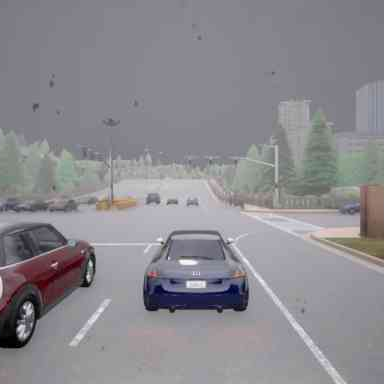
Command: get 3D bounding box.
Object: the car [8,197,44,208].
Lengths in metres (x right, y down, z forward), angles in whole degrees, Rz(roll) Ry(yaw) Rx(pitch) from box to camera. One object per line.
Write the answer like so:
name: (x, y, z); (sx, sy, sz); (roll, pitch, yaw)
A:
car: (-17.591, 1.547, 36.814); (2.033, 1.411, 5.357); (0, 0, 0)

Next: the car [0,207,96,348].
car: (-3.431, 1.352, 6.443); (2.097, 1.767, 4.553); (0, 0, 0)

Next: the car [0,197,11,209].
car: (-21.090, 1.352, 37.107); (2.097, 1.767, 4.553); (0, 0, 0)

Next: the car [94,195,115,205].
car: (-14.080, 1.491, 55.233); (2.128, 1.511, 4.902); (0, 0, 0)

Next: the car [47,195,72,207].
car: (-21.078, 1.352, 52.991); (2.097, 1.767, 4.553); (0, 0, 0)

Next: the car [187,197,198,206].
car: (0.109, 1.547, 55.831); (2.033, 1.411, 5.357); (0, 0, 0)

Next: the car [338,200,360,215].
car: (17.097, 1.526, 33.157); (4.674, 1.442, 1.812); (0, 0, 0)

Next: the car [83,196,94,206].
car: (-17.577, 1.491, 55.471); (2.128, 1.511, 4.902); (0, 0, 0)

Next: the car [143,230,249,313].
car: (0.078, 1.564, 7.739); (1.994, 1.385, 4.181); (0, 0, 0)

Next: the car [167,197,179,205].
car: (-3.400, 1.601, 59.684); (1.895, 1.301, 4.718); (0, 0, 0)

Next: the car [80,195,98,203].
car: (-21.038, 1.457, 68.306); (2.033, 1.411, 5.357); (0, 1, 0)

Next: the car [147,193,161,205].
car: (-6.903, 1.221, 60.343); (2.150, 2.045, 5.566); (0, 0, 0)

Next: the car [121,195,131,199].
car: (-14.047, 1.421, 70.081); (1.994, 1.385, 4.181); (0, 1, 0)

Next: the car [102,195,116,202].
car: (-17.551, 1.350, 70.671); (1.837, 1.490, 4.892); (0, 1, 0)

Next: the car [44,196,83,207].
car: (-14.091, 1.505, 36.694); (1.837, 1.490, 4.892); (0, 0, 0)
